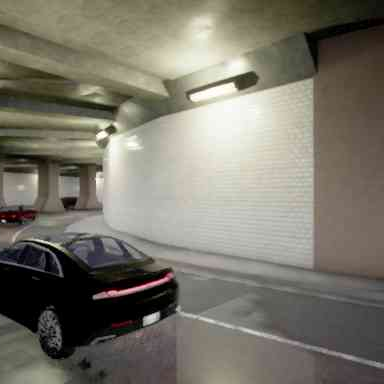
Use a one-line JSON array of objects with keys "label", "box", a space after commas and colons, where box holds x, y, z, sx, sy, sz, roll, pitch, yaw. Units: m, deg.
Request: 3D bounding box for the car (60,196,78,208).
[{"label": "car", "box": [-19.492, 1.487, 51.669, 2.097, 1.767, 4.553, 0, 0, 19]}]

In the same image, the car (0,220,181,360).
[{"label": "car", "box": [-2.409, 1.508, 6.049, 4.902, 1.511, 2.128, 0, 0, 40]}]

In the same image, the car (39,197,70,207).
[{"label": "car", "box": [-22.327, 1.652, 54.269, 1.837, 1.490, 4.892, 0, 0, 20]}]

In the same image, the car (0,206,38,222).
[{"label": "car", "box": [-12.988, 1.675, 24.600, 1.895, 1.301, 4.718, 0, 0, -9]}]
